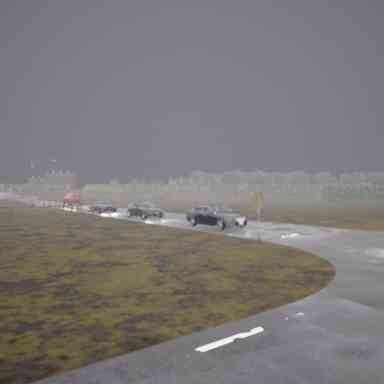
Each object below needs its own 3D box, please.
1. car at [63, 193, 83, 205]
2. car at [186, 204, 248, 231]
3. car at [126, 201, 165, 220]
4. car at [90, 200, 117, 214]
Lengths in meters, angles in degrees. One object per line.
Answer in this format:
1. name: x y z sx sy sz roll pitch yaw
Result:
1. car: -20.913 1.235 58.212 2.150 2.045 5.566 -2 1 -36
2. car: 1.511 1.584 21.812 2.128 1.511 4.902 -2 1 -36
3. car: -4.285 1.614 29.916 1.837 1.490 4.892 -2 1 -36
4. car: -10.197 1.673 38.210 1.994 1.385 4.181 -2 1 -35
